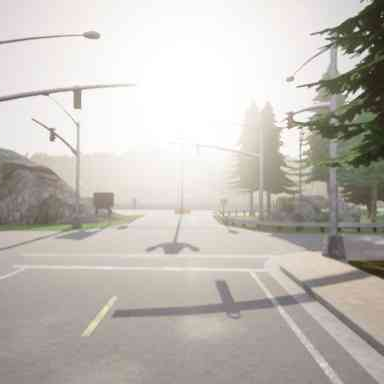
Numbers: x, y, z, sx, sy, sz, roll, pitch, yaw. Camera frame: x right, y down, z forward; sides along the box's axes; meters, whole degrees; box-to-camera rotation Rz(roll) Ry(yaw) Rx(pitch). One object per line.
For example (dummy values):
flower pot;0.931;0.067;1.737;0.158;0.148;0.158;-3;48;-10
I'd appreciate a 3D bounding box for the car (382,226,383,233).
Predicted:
car;14.979;2.189;20.852;5.357;1.411;2.033;0;-1;-2
